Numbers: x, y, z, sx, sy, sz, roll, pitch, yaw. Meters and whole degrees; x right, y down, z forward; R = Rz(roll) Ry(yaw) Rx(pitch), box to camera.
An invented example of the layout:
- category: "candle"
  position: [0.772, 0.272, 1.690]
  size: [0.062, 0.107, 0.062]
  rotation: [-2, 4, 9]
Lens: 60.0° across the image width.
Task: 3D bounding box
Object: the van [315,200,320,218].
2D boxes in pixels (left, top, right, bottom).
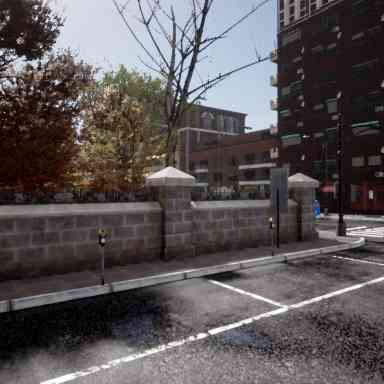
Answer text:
- category: "van"
  position: [10.496, 1.647, 32.597]
  size: [1.690, 1.788, 3.998]
  rotation: [-1, 0, -36]
